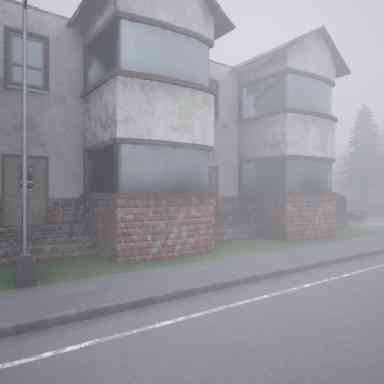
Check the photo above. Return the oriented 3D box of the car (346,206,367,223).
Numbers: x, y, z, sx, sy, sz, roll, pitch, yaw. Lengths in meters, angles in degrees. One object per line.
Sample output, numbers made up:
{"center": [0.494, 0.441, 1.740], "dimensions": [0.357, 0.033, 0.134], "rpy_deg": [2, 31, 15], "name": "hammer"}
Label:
{"center": [11.055, 1.507, 25.985], "dimensions": [1.837, 1.490, 4.892], "rpy_deg": [0, -1, -35], "name": "car"}
